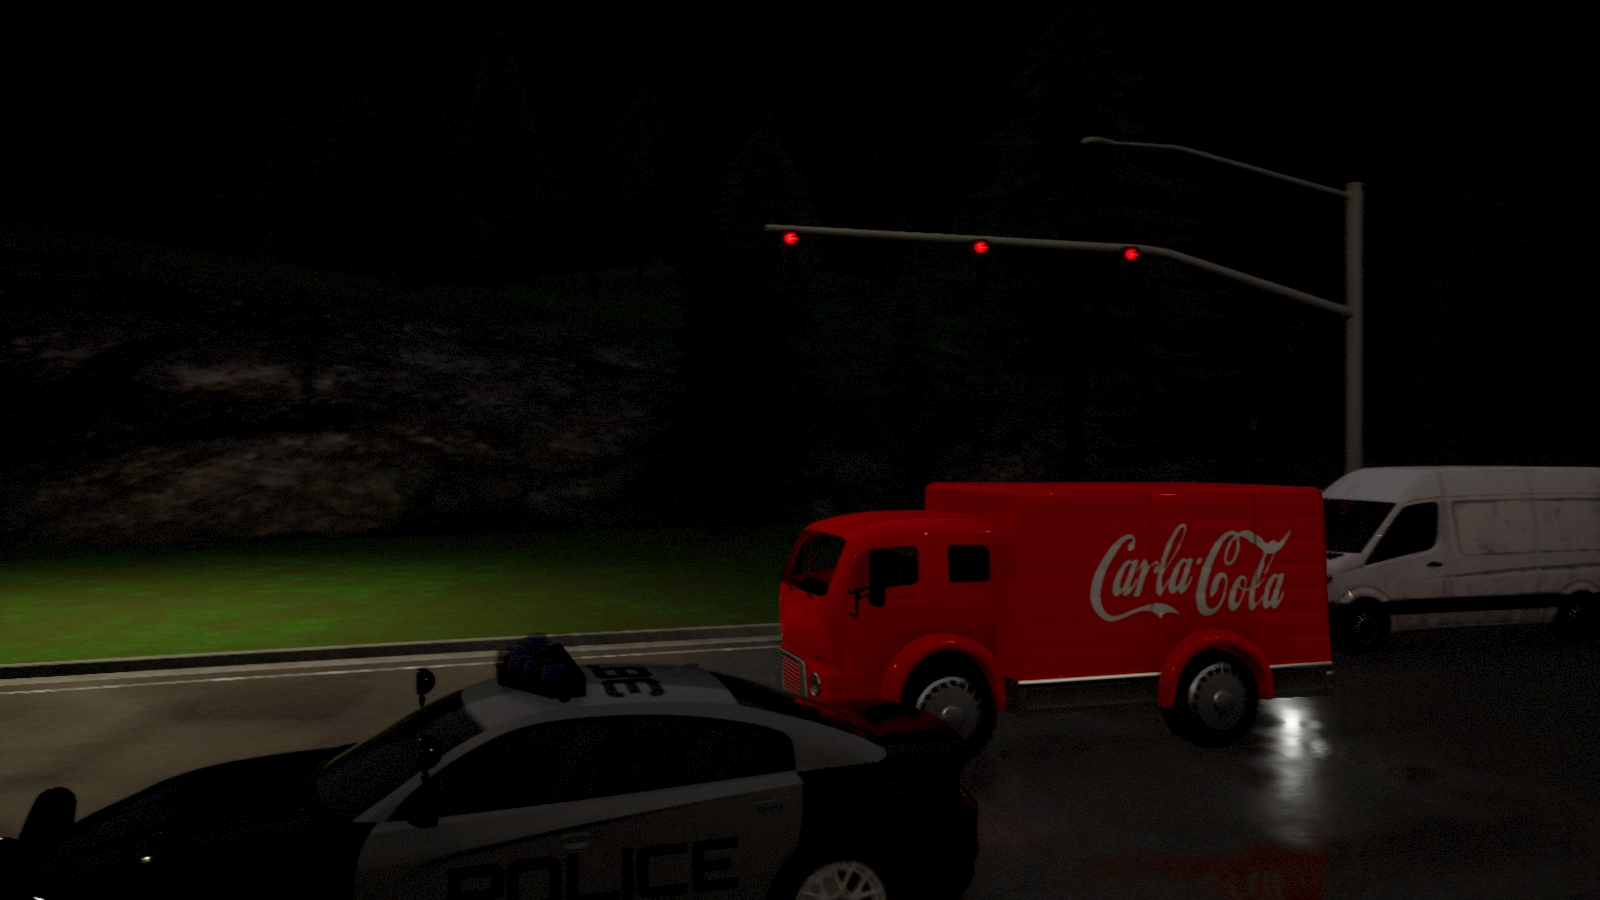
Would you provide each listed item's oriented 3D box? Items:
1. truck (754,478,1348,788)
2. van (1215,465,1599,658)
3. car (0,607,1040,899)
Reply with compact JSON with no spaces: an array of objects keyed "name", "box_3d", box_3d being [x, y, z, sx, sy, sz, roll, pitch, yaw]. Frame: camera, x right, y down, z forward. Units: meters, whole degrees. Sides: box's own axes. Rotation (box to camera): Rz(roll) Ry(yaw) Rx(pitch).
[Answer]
[{"name":"truck","box_3d":[2.391,1.559,11.455,5.204,2.467,2.627,0,0,-17]},{"name":"van","box_3d":[9.388,1.523,17.046,5.915,2.561,1.988,0,0,-14]},{"name":"car","box_3d":[-1.464,1.976,6.584,5.238,1.638,2.097,0,0,-19]}]
